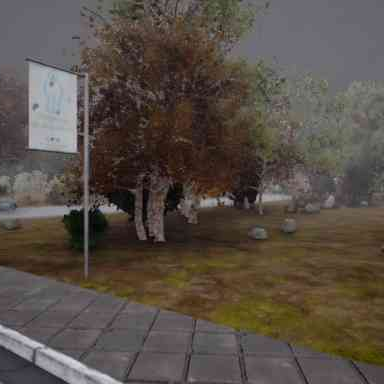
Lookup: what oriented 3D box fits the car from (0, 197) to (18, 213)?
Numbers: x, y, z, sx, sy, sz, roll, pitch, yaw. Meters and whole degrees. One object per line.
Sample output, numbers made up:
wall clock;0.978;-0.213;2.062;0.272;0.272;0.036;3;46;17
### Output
car;-21.206;1.563;35.101;1.994;1.385;4.181;0;0;39
